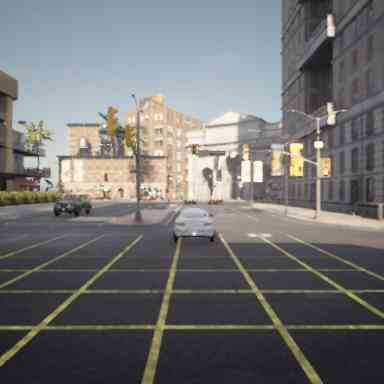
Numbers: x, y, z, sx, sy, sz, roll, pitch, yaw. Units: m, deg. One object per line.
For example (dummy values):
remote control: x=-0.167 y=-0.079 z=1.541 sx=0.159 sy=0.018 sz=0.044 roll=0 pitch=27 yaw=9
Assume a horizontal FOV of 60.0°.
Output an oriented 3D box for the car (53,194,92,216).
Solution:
car: x=-11.524 y=1.225 z=32.593 sx=2.150 sy=2.045 sz=5.566 roll=0 pitch=0 yaw=0

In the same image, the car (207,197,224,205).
car: x=4.167 y=1.593 z=58.369 sx=1.895 sy=1.301 sz=4.718 roll=0 pitch=0 yaw=20

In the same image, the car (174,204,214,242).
car: x=0.097 y=1.525 z=16.405 sx=1.812 sy=1.442 sz=4.674 roll=0 pitch=0 yaw=0

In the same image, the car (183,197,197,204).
car: x=-0.418 y=1.596 z=58.341 sx=1.895 sy=1.301 sz=4.718 roll=0 pitch=0 yaw=-8
